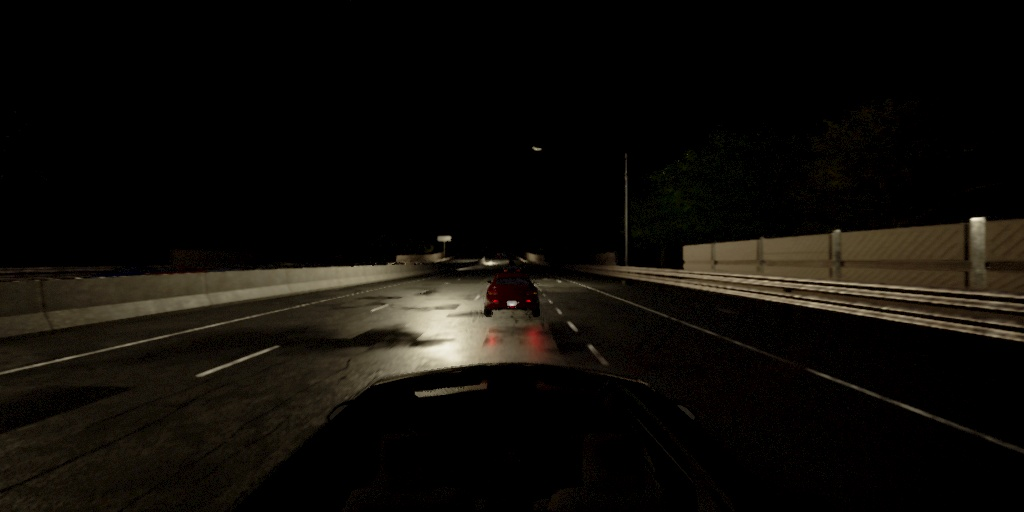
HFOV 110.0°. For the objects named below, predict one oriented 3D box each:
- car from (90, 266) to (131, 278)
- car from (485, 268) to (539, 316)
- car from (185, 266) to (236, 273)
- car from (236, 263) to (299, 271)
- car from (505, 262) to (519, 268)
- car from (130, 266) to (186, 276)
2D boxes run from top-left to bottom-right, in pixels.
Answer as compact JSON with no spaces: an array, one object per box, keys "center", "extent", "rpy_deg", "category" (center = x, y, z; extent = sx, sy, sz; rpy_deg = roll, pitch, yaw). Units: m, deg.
[{"center":[-28.081,1.466,26.513],"extent":[1.812,1.442,4.674],"rpy_deg":[0,-1,0],"category":"car"},{"center":[-0.002,1.336,13.528],"extent":[1.812,1.442,4.674],"rpy_deg":[0,0,0],"category":"car"},{"center":[-21.086,1.505,26.522],"extent":[1.994,1.385,4.181],"rpy_deg":[0,-1,0],"category":"car"},{"center":[-17.586,1.295,26.676],"extent":[2.097,1.767,4.553],"rpy_deg":[0,-1,0],"category":"car"},{"center":[-0.002,1.630,37.339],"extent":[1.812,1.442,4.674],"rpy_deg":[0,-1,0],"category":"car"},{"center":[-24.584,1.465,26.413],"extent":[1.812,1.442,4.674],"rpy_deg":[0,-1,0],"category":"car"}]
